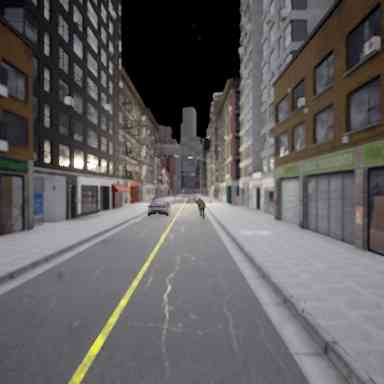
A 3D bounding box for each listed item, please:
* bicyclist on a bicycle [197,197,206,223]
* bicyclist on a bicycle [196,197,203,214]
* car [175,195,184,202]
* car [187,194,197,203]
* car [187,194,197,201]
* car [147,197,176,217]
[{"bbox_3d":[0.751,1.366,24.045,0.582,1.620,1.656,0,0,0],"label":"bicyclist on a bicycle"},{"bbox_3d":[0.749,1.336,33.041,0.582,1.620,1.656,0,0,0],"label":"bicyclist on a bicycle"},{"bbox_3d":[-2.761,1.345,70.381,1.895,1.301,4.718,0,0,0],"label":"car"},{"bbox_3d":[0.021,1.350,62.071,2.033,1.411,5.357,0,0,1],"label":"car"},{"bbox_3d":[-0.012,1.295,76.354,2.128,1.511,4.902,0,0,0],"label":"car"},{"bbox_3d":[-2.852,1.440,29.953,2.033,1.411,5.357,0,0,0],"label":"car"}]
